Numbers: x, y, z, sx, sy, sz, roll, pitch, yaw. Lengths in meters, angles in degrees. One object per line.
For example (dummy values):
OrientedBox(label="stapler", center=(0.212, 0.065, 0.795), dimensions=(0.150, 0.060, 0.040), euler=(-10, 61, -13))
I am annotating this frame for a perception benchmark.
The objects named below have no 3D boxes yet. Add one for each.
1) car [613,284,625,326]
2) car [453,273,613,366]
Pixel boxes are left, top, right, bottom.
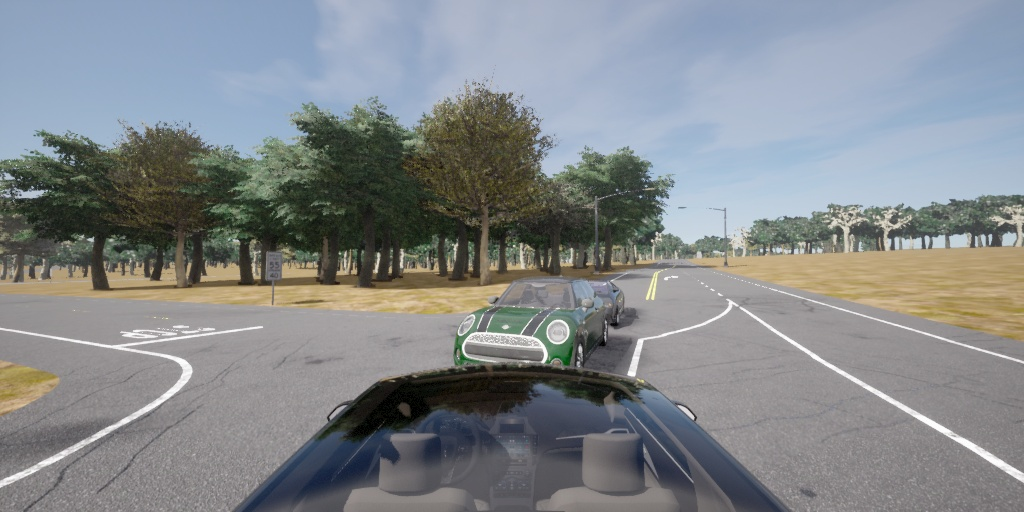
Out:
OrientedBox(label="car", center=(2.901, 1.554, 12.901), dimensions=(1.994, 1.385, 4.181), euler=(-2, 0, 22))
OrientedBox(label="car", center=(0.678, 1.222, 7.468), dimensions=(2.097, 1.767, 4.553), euler=(-1, -2, 22))
